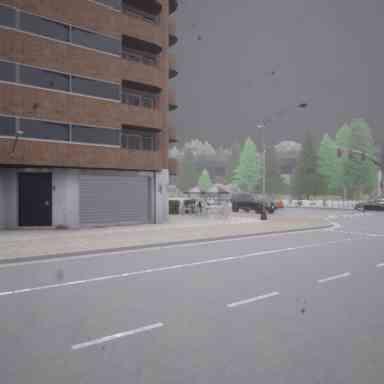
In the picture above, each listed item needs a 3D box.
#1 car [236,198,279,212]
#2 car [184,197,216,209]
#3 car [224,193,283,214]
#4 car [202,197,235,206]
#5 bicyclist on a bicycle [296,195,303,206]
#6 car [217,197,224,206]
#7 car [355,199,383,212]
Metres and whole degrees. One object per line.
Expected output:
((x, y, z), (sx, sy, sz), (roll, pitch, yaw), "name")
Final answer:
((7.614, 1.449, 39.121), (1.837, 1.490, 4.892), (0, 0, -37), "car")
((0.640, 1.508, 42.513), (1.994, 1.385, 4.181), (0, 0, -39), "car")
((6.304, 1.166, 35.006), (2.150, 2.045, 5.566), (0, 0, -38), "car")
((4.309, 1.492, 54.614), (5.357, 1.411, 2.033), (0, 0, 44), "car")
((15.323, 1.245, 47.313), (1.656, 1.620, 0.582), (0, 0, -36), "bicyclist on a bicycle")
((1.987, 1.545, 46.478), (1.895, 1.301, 4.718), (0, 0, -41), "car")
((19.651, 1.436, 34.848), (2.128, 1.511, 4.902), (0, 0, -36), "car")
